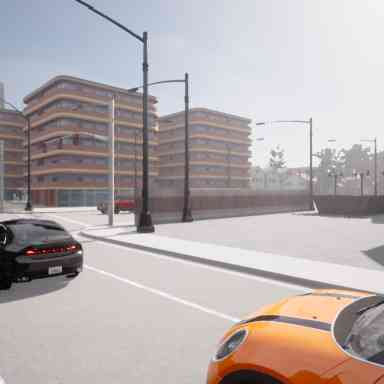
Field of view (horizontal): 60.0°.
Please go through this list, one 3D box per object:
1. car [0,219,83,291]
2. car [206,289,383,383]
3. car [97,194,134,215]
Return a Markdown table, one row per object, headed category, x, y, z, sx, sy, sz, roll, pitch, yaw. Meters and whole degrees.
| category | x | y | z | sx | sy | sz | roll | pitch | yaw |
| --- | --- | --- | --- | --- | --- | --- | --- | --- | --- |
| car | -4.717 | 1.505 | 9.221 | 1.837 | 1.490 | 4.892 | 0 | 0 | -43 |
| car | 2.278 | 1.352 | 2.333 | 4.553 | 1.767 | 2.097 | 0 | 0 | 40 |
| car | -6.966 | 1.223 | 34.342 | 5.566 | 2.045 | 2.150 | 0 | 0 | -44 |
